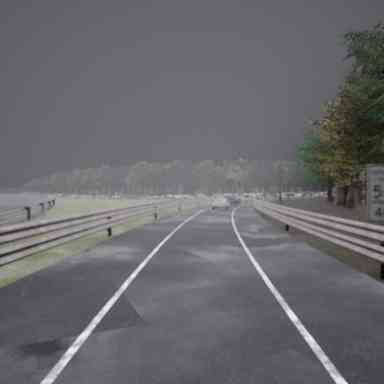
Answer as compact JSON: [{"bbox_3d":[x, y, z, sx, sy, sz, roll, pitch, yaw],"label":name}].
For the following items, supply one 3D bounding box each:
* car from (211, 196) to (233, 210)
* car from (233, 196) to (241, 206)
[{"bbox_3d":[3.639,1.393,41.244,1.812,1.442,4.674,0,0,13],"label":"car"},{"bbox_3d":[6.418,1.303,51.985,2.128,1.511,4.902,0,1,19],"label":"car"}]
